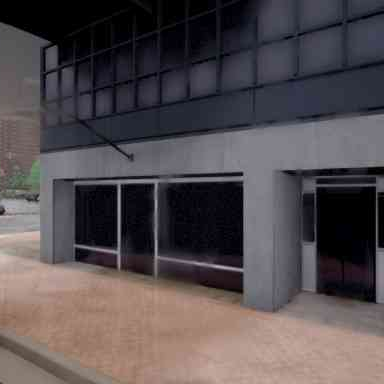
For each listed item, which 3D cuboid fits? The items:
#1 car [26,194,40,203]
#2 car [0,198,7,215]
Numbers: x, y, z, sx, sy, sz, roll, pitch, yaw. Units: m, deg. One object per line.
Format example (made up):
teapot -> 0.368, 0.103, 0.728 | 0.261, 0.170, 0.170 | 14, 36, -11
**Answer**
car -> -30.237, 1.153, 64.728 | 4.605, 1.855, 1.932 | 0, 0, 35
car -> -17.894, 1.491, 27.199 | 2.128, 1.511, 4.902 | 0, 0, 36
